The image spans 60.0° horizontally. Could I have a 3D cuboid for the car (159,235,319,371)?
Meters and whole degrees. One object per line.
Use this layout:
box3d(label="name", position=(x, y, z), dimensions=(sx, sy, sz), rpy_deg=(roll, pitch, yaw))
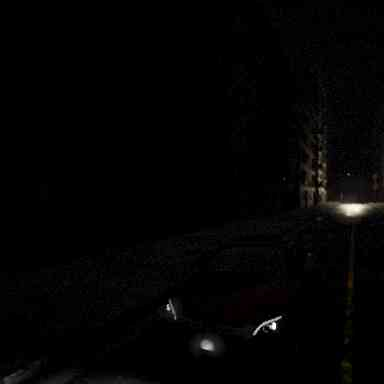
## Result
box3d(label="car", position=(1.204, 1.582, 6.072), dimensions=(1.812, 1.442, 4.674), rpy_deg=(0, -1, 26))
